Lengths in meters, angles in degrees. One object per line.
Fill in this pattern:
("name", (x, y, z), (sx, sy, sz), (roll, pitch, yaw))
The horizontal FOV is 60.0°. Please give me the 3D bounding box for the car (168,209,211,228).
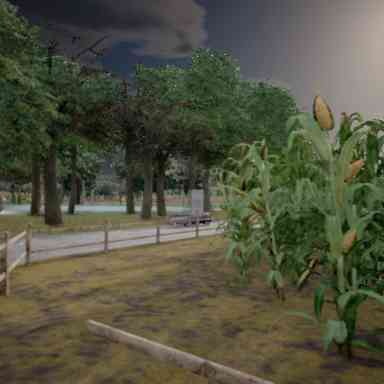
("car", (-0.133, 2.238, 29.072), (2.128, 1.511, 4.902), (1, -1, 35))
